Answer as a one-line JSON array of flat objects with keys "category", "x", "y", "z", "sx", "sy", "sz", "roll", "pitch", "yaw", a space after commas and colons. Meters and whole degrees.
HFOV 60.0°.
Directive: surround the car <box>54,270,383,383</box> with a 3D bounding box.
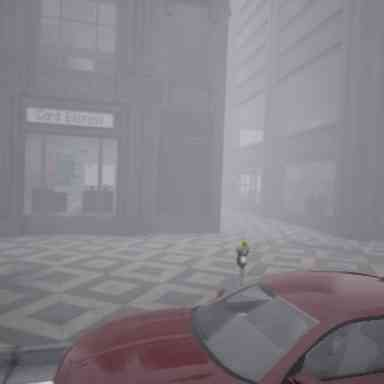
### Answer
[{"category": "car", "x": 1.119, "y": 1.487, "z": 3.057, "sx": 4.507, "sy": 1.381, "sz": 1.887, "roll": 1, "pitch": 2, "yaw": -13}]
